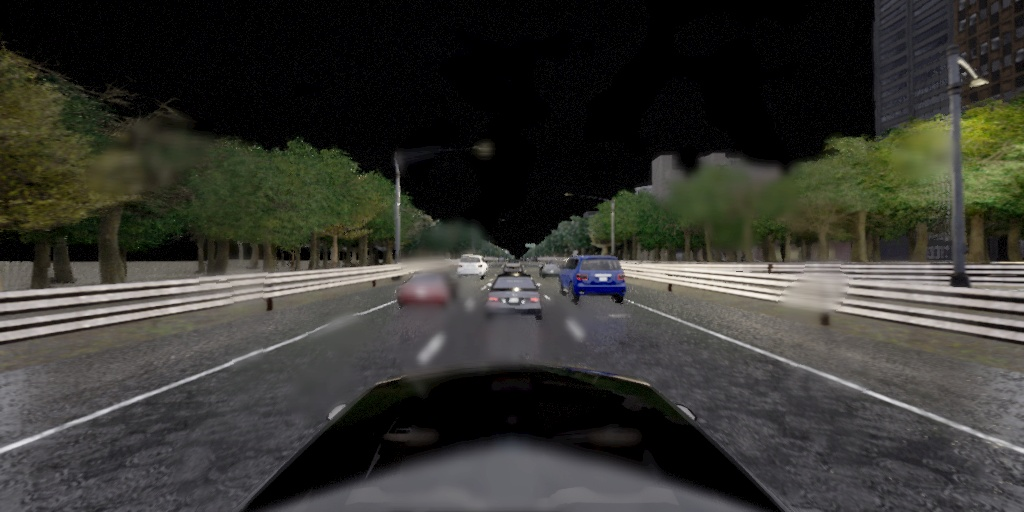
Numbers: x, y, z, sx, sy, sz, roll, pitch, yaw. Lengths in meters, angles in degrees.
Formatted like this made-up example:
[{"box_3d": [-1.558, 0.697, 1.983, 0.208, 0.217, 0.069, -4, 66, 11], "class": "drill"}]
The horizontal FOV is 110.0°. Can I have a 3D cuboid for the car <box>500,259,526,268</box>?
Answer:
[{"box_3d": [0.104, 1.265, 33.135, 1.837, 1.490, 4.892, 0, 0, 0], "class": "car"}]

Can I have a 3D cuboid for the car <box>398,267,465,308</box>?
[{"box_3d": [-3.409, 1.344, 15.504, 1.994, 1.385, 4.181, 0, 0, 0], "class": "car"}]

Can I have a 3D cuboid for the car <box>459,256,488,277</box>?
[{"box_3d": [-3.395, 0.986, 32.086, 2.150, 2.045, 5.566, 0, 0, 0], "class": "car"}]

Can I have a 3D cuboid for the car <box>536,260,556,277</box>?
[{"box_3d": [3.603, 1.322, 33.628, 1.994, 1.385, 4.181, 0, 0, 0], "class": "car"}]

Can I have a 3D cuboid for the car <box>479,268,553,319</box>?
[{"box_3d": [0.086, 1.324, 12.848, 2.033, 1.411, 5.357, 0, 0, 0], "class": "car"}]

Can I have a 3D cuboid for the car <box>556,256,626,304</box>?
[{"box_3d": [3.598, 1.003, 16.820, 2.150, 2.045, 5.566, 0, 0, 0], "class": "car"}]
